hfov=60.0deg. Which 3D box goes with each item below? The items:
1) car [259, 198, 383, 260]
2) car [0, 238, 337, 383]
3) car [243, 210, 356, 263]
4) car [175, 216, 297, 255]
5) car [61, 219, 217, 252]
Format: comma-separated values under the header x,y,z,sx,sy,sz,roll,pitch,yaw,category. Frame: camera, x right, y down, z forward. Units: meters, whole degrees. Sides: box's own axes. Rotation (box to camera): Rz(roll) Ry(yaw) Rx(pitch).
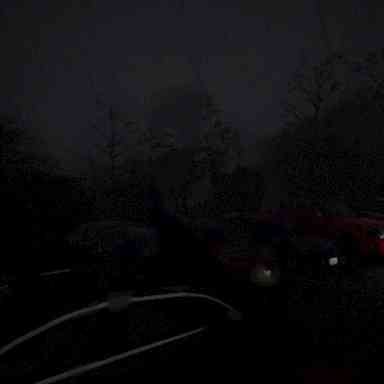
x,y,z,sx,sy,sz,roll,pitch,yaw,category
4.954,1.307,13.083,2.435,2.045,5.566,0,0,-35,car
-1.150,1.496,2.864,4.902,1.511,2.128,1,0,-35,car
2.653,1.569,11.444,2.163,1.488,4.792,0,0,-35,car
0.352,1.549,9.806,2.163,1.488,4.792,0,0,-35,car
-1.867,1.502,8.271,2.231,1.521,4.892,0,0,-35,car
